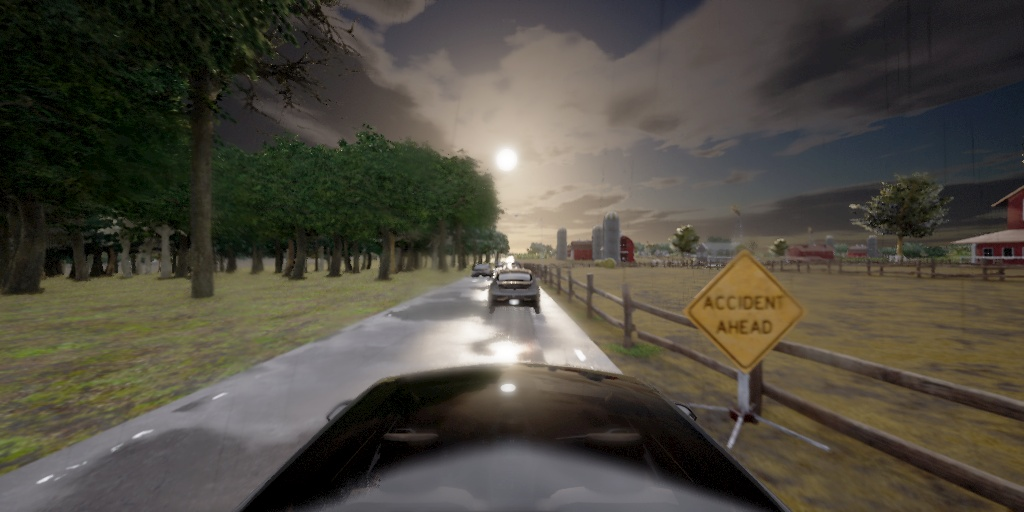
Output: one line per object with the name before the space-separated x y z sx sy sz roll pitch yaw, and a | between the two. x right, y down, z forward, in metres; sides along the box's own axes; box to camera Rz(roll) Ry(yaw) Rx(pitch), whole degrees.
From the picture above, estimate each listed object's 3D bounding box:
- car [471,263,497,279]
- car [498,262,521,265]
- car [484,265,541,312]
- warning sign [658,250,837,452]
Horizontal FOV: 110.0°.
car | -2.847 1.495 35.404 2.033 1.411 5.357 0 -1 0
car | 0.094 1.451 29.846 1.994 1.385 4.181 0 -1 0
car | 0.093 1.264 14.104 1.837 1.490 4.892 0 0 0
warning sign | 2.450 0.862 3.803 1.300 1.860 1.060 0 0 0
